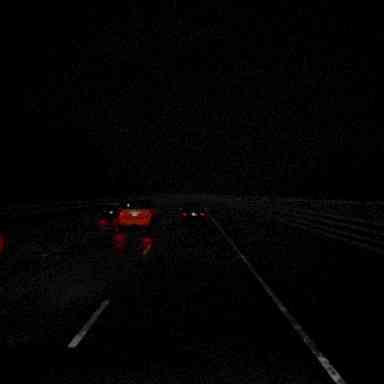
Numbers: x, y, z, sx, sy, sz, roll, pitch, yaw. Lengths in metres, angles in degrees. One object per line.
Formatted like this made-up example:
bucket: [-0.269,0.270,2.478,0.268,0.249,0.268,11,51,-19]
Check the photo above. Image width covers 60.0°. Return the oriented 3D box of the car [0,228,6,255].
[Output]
car: [-6.887,1.203,7.991,2.150,2.045,5.566,0,-1,0]

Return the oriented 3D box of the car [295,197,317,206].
car: [21.406,1.662,62.523,2.033,1.649,4.856,0,0,-20]

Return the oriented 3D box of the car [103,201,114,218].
car: [-6.896,1.532,30.732,1.812,1.442,4.674,0,0,0]

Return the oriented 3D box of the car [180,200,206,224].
car: [0.102,1.555,24.978,2.033,1.411,5.357,0,0,0]

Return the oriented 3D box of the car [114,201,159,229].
car: [-3.399,1.357,21.916,2.097,1.767,4.553,0,0,0]

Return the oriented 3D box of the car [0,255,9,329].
car: [-3.397,1.591,2.356,1.895,1.301,4.718,1,0,0]

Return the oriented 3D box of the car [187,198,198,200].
car: [0.103,1.511,42.836,1.882,1.535,5.008,0,0,0]
